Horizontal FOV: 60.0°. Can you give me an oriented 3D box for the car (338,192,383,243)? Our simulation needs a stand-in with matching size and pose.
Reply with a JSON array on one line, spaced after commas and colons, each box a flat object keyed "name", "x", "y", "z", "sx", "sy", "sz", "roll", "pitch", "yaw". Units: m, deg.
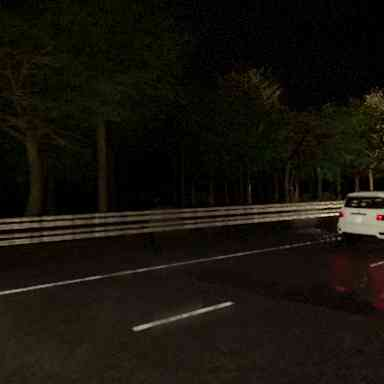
[{"name": "car", "x": 8.298, "y": 1.004, "z": 13.556, "sx": 5.566, "sy": 2.045, "sz": 2.150, "roll": -1, "pitch": 1, "yaw": -33}]
